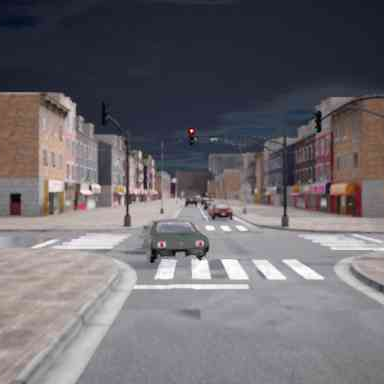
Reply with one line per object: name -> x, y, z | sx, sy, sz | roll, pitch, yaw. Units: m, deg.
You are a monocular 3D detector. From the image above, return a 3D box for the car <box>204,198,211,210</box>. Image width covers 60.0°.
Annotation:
car -> 2.564, 1.693, 35.375 | 1.752, 1.417, 4.829 | 0, 0, 0

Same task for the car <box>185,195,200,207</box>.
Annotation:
car -> -0.078, 1.551, 59.473 | 2.150, 2.045, 5.566 | 0, 0, 0

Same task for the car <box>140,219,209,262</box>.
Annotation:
car -> -0.855, 1.648, 12.461 | 1.895, 1.301, 4.718 | 0, 0, -13

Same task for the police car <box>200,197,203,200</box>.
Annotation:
police car -> 2.863, 1.820, 67.806 | 1.930, 1.638, 5.238 | 0, 0, 0

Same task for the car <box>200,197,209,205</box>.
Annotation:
car -> 2.539, 1.803, 46.564 | 1.947, 1.339, 4.313 | 0, 0, 0

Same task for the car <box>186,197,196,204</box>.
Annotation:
car -> -0.150, 1.782, 69.660 | 2.033, 1.411, 5.357 | 0, 0, 0

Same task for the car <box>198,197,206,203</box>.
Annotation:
car -> 2.451, 1.984, 86.321 | 1.967, 1.590, 4.097 | 0, 0, 0

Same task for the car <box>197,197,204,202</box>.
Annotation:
car -> 2.438, 2.172, 91.999 | 1.802, 1.307, 4.206 | 0, -1, 0

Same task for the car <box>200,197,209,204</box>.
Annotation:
car -> 2.863, 1.976, 74.695 | 1.812, 1.442, 4.674 | 0, 0, 0

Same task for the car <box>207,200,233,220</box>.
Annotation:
car -> 2.577, 1.681, 29.526 | 1.887, 1.381, 4.507 | 0, 0, 0
